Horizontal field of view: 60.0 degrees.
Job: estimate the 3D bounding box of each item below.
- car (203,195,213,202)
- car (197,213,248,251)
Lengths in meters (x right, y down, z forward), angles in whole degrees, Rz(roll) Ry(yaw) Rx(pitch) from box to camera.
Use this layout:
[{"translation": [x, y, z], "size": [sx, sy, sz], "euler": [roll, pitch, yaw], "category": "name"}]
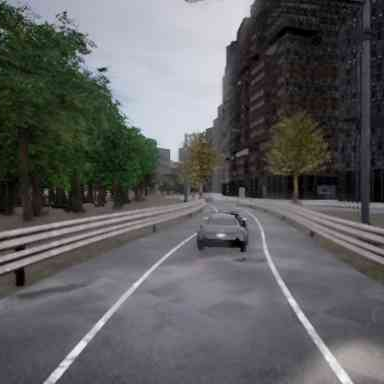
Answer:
[{"translation": [3.184, 1.460, 72.567], "size": [2.128, 1.511, 4.902], "euler": [0, 0, -10], "category": "car"}, {"translation": [1.400, 1.573, 14.242], "size": [1.994, 1.385, 4.181], "euler": [0, 0, 9], "category": "car"}]
